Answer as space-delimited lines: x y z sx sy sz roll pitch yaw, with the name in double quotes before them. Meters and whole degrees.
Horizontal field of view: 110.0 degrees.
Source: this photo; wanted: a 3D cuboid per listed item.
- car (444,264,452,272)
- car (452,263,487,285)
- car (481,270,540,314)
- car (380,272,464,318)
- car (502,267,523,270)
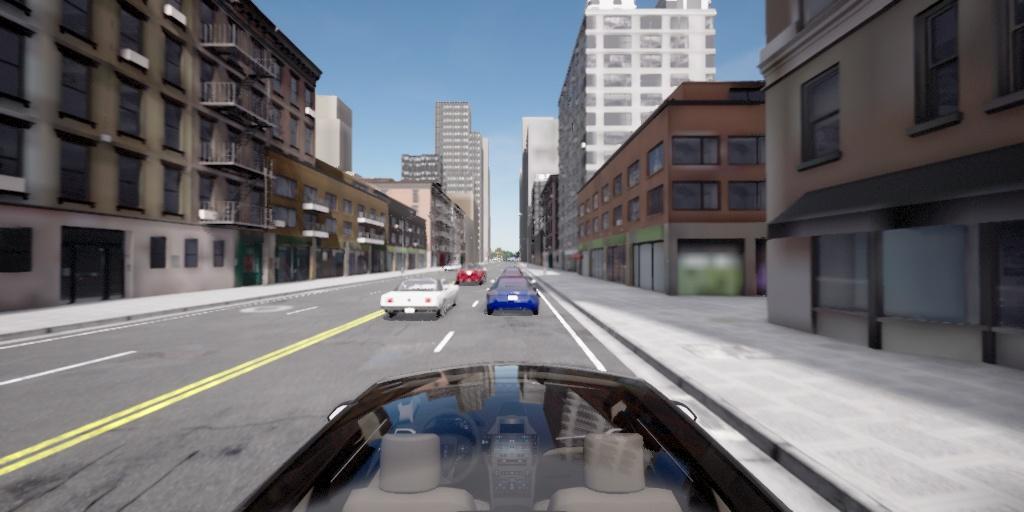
"car" -9.808 1.907 58.558 1.895 1.301 4.718 0 -1 1
"car" -3.210 1.355 29.109 2.097 1.767 4.553 0 -1 1
"car" 0.045 1.433 14.459 1.994 1.385 4.181 0 0 0
"car" -3.216 1.461 13.572 1.895 1.301 4.718 0 -1 1
"car" 0.042 1.571 29.428 1.994 1.385 4.181 0 0 1
